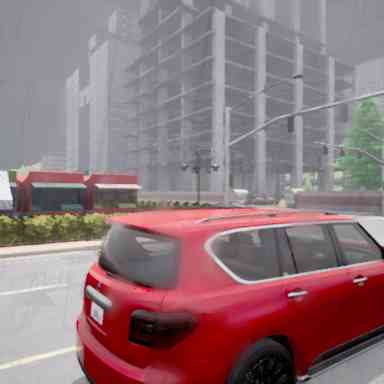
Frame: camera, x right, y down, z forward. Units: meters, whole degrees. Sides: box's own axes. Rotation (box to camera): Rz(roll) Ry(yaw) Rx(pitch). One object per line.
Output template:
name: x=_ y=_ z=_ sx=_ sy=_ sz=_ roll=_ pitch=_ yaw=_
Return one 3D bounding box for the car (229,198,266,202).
car: x=3.510 y=1.524 z=28.281 sx=1.882 sy=1.535 sz=5.008 roll=0 pitch=0 yaw=-36

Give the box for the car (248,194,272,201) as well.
car: x=11.330 y=1.341 z=57.887 sx=1.905 sy=1.878 sz=3.866 roll=0 pitch=0 yaw=-36

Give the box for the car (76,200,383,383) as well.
car: x=1.291 y=1.243 z=4.699 sx=5.566 sy=2.045 sz=2.150 roll=0 pitch=0 yaw=-35

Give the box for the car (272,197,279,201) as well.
car: x=13.723 y=1.357 z=59.597 sx=1.905 sy=1.878 sz=3.866 roll=0 pitch=0 yaw=-36
